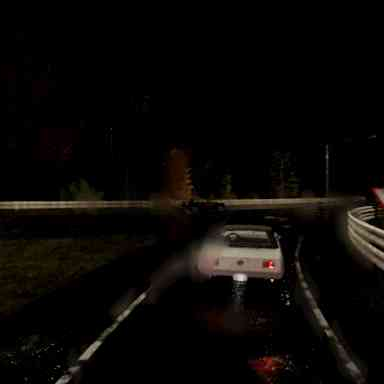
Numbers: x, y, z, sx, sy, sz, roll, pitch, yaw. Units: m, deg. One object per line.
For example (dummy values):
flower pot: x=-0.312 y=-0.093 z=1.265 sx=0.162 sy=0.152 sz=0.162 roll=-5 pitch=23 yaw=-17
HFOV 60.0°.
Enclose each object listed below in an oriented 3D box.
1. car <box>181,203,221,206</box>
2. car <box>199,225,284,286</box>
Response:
car: x=1.135 y=1.310 z=32.912 sx=4.902 sy=1.511 sz=2.128 roll=0 pitch=0 yaw=-28
car: x=1.570 y=1.591 z=9.475 sx=1.895 sy=1.301 sz=4.718 roll=0 pitch=0 yaw=13
